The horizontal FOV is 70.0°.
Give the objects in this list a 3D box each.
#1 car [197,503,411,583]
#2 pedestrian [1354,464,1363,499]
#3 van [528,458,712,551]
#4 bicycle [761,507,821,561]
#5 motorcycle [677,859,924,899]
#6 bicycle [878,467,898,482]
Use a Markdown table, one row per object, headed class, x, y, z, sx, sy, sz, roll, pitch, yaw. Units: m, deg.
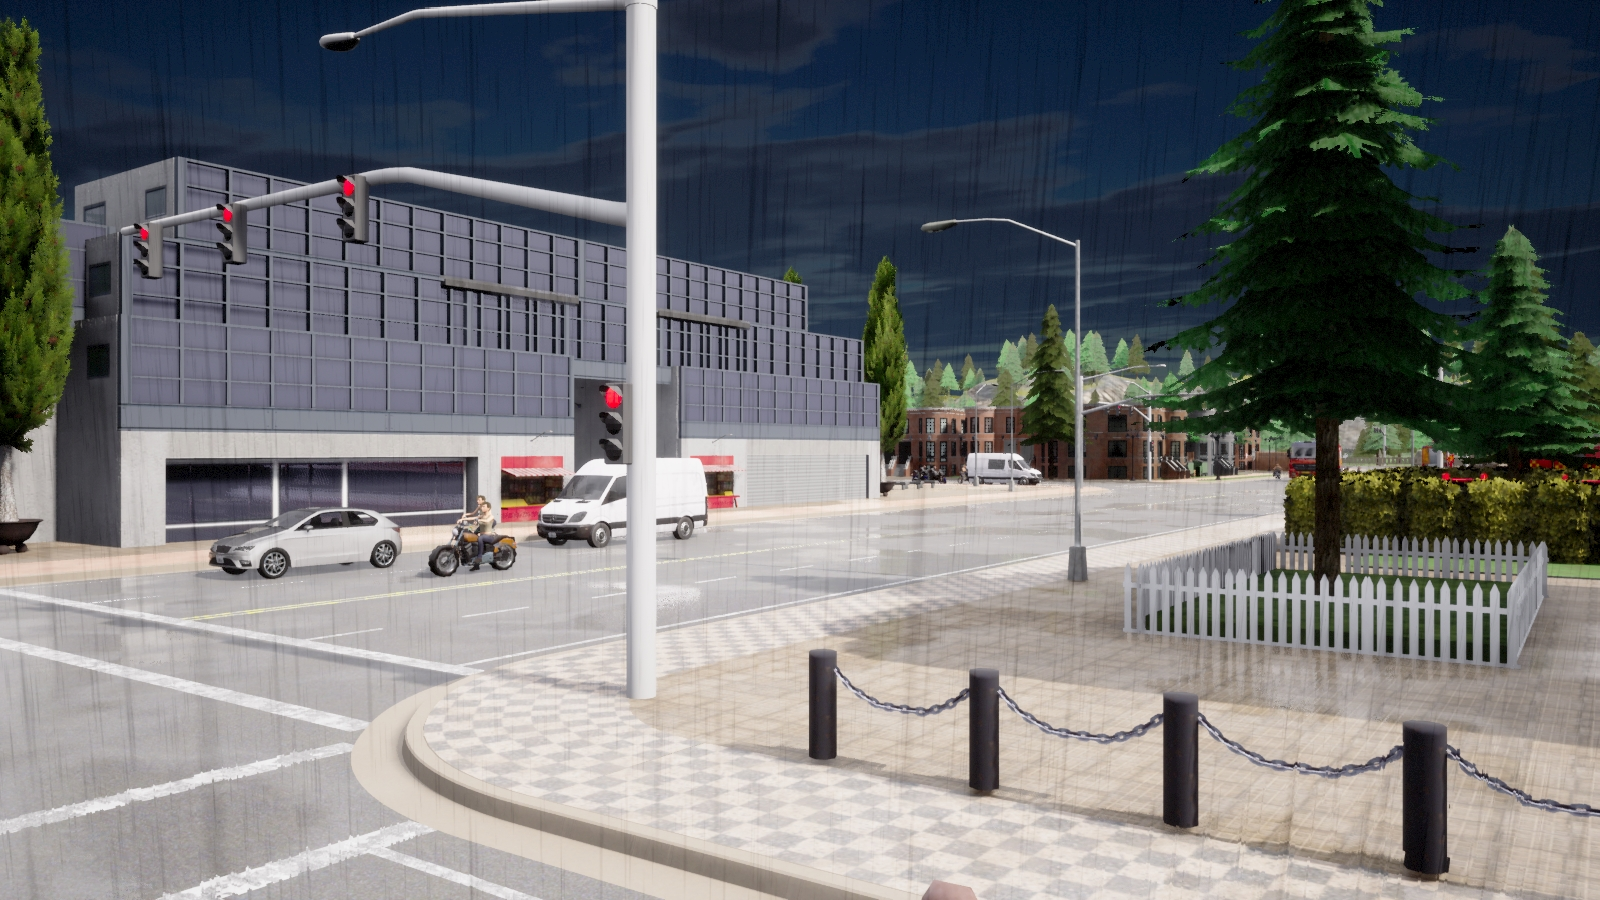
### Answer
| class | x | y | z | sx | sy | sz | roll | pitch | yaw |
| --- | --- | --- | --- | --- | --- | --- | --- | --- | --- |
| car | -11.323 | 2.066 | 26.349 | 1.816 | 1.474 | 4.193 | 0 | 0 | 35 |
| pedestrian | 29.847 | 1.695 | 61.039 | 0.375 | 1.860 | 0.375 | 0 | 0 | 33 |
| van | -5.344 | 1.534 | 34.831 | 1.988 | 2.561 | 5.915 | 0 | 0 | 35 |
| bicycle | -0.237 | 2.158 | 29.759 | 0.859 | 1.276 | 1.487 | 0 | 0 | 35 |
| motorcycle | 0.509 | 2.205 | 3.428 | 2.209 | 1.251 | 0.867 | 0 | 0 | 35 |
| bicycle | 7.776 | 2.158 | 101.044 | 1.487 | 1.276 | 0.859 | 0 | 0 | 35 |
